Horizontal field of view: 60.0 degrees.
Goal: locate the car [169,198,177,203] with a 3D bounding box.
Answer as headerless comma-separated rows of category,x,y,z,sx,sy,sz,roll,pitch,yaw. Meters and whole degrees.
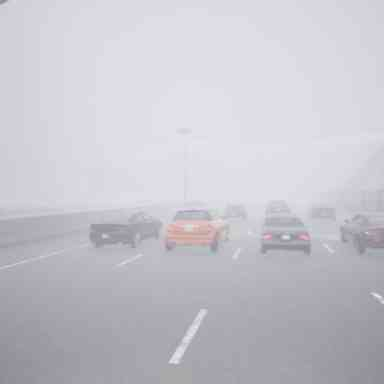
car,-3.648,2.100,72.896,1.812,1.442,4.674,-1,0,13

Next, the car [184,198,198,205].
car,-0.245,2.004,72.081,1.882,1.535,5.008,-1,0,13

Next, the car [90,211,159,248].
car,-2.920,1.632,15.850,1.882,1.535,5.008,-1,0,14

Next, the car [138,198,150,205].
car,-10.455,2.153,74.527,1.882,1.535,5.008,-1,0,13

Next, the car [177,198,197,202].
car,0.480,1.564,30.058,2.097,1.767,4.553,-1,-1,14

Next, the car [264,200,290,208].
car,7.286,1.465,28.426,2.097,1.767,4.553,-1,-1,14

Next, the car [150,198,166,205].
car,-7.051,2.149,73.711,1.812,1.442,4.674,-1,0,13

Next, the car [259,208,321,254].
car,3.770,1.600,13.747,2.033,1.411,5.357,-1,0,14

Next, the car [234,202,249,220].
car,3.935,1.658,29.444,2.128,1.511,4.902,-1,0,14

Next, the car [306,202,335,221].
car,10.786,1.545,27.994,1.882,1.535,5.008,-1,0,14

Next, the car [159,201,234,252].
car,0.387,1.453,14.653,2.097,1.767,4.553,-1,-1,14

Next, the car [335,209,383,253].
car,7.271,1.530,13.326,1.812,1.442,4.674,-1,0,14
